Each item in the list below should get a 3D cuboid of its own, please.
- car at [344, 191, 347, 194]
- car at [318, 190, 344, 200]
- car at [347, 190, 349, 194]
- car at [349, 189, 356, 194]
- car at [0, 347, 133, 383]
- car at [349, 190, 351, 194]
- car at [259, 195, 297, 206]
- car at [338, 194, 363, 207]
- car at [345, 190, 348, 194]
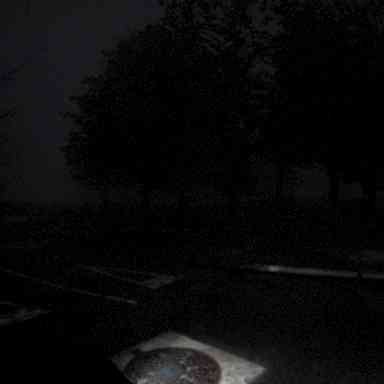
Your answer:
[{"bbox_3d":[31.154,0.924,74.365,5.008,1.535,2.097,1,1,32],"label":"car"},{"bbox_3d":[29.715,0.829,72.005,4.553,1.767,2.185,1,1,32],"label":"car"},{"bbox_3d":[34.121,0.729,79.010,4.553,1.767,2.185,1,1,32],"label":"car"},{"bbox_3d":[38.477,0.482,86.043,5.566,2.045,2.435,1,1,32],"label":"car"},{"bbox_3d":[-2.556,1.518,1.087,5.357,1.411,2.033,0,1,-35],"label":"car"},{"bbox_3d":[35.560,0.817,81.370,4.892,1.521,2.231,1,1,32],"label":"car"},{"bbox_3d":[11.540,1.204,44.694,4.902,1.511,2.128,1,0,12],"label":"car"},{"bbox_3d":[21.481,1.376,43.794,4.181,1.385,1.994,1,0,38],"label":"car"},{"bbox_3d":[32.628,0.929,76.694,4.674,1.452,2.002,1,1,32],"label":"car"}]
